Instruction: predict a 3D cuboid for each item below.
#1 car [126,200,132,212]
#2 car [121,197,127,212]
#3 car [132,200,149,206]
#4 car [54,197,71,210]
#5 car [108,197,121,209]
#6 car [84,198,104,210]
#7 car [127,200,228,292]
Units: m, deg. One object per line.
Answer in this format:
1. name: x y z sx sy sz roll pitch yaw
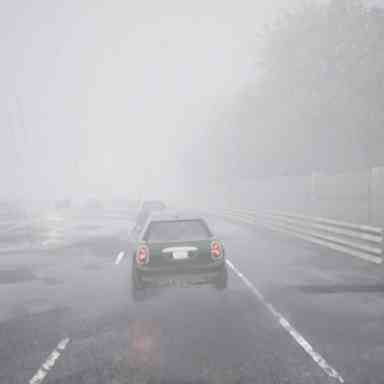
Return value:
1. car: -4.243 1.507 28.953 2.033 1.411 5.357 0 0 -15
2. car: -6.053 1.499 35.213 2.033 1.411 5.357 0 0 -16
3. car: -2.738 1.321 22.553 2.097 1.767 4.553 0 0 -12
4. car: -16.640 1.440 42.827 2.128 1.511 4.902 0 0 -24
5. car: -10.252 1.417 45.770 1.882 1.535 5.008 0 0 -25
6. car: -12.310 1.494 41.701 2.033 1.411 5.357 0 0 -23
7. car: -0.484 1.293 9.104 2.097 1.767 4.553 -2 2 -6
